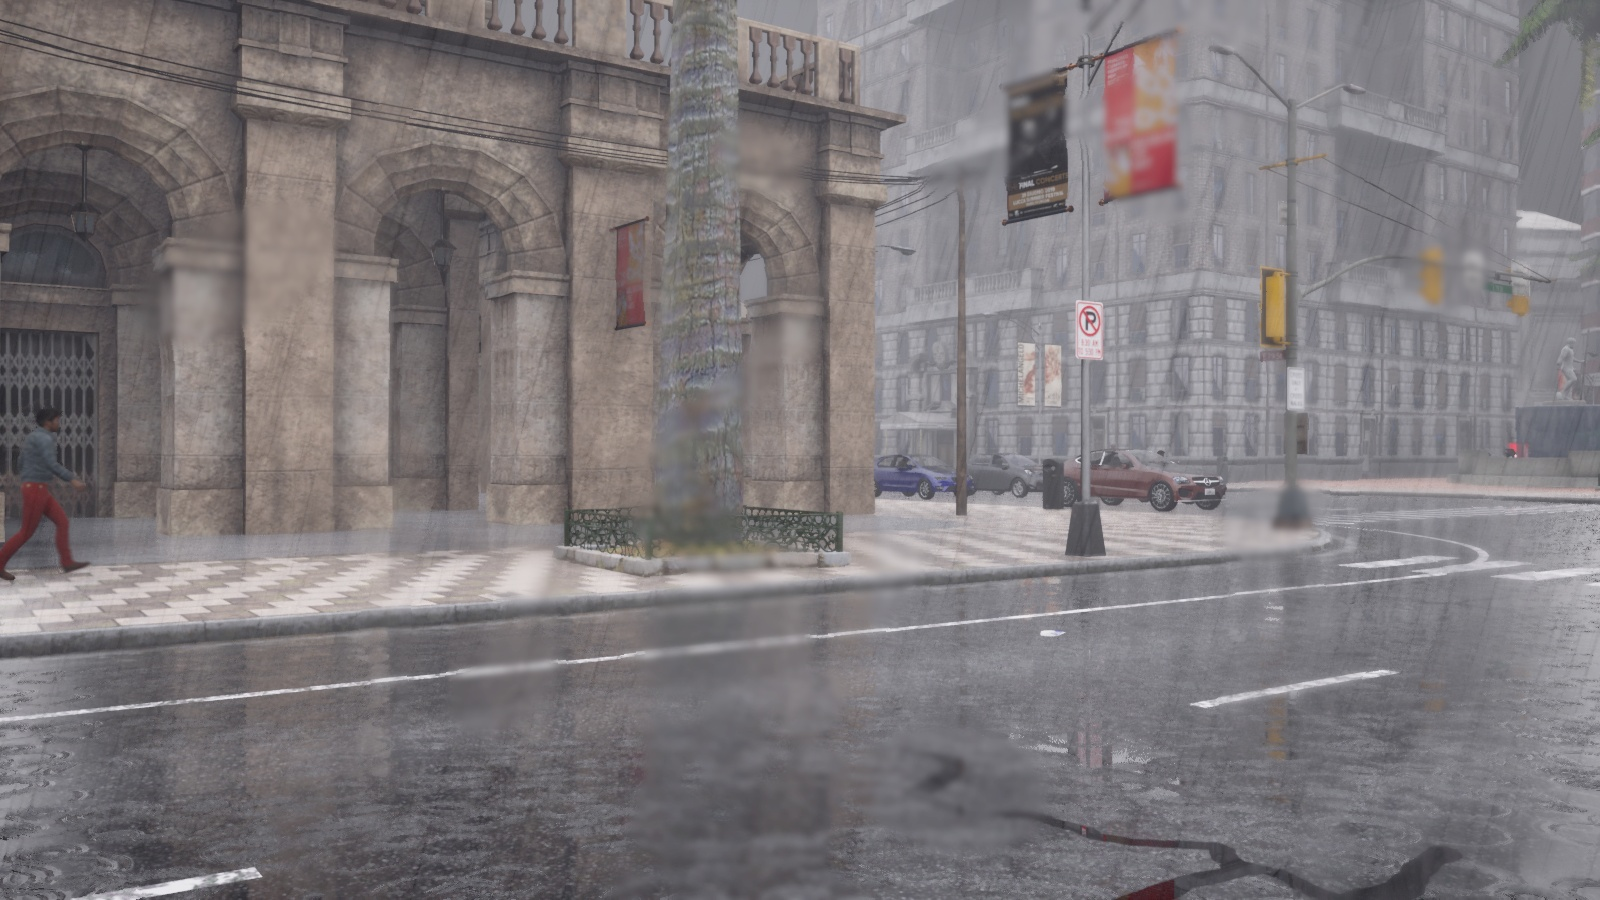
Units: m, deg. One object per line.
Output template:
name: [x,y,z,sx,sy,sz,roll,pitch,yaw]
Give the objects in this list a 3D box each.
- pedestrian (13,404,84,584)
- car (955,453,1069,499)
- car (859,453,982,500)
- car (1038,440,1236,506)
pedestrian: [-7.923,0.451,13.234,0.614,1.847,0.353,0,0,-35]
car: [7.234,0.849,43.140,1.845,1.501,3.633,0,0,-35]
car: [3.948,0.852,41.834,1.816,1.474,4.193,0,0,-34]
car: [9.144,0.588,34.468,2.152,1.651,5.027,0,0,-35]
